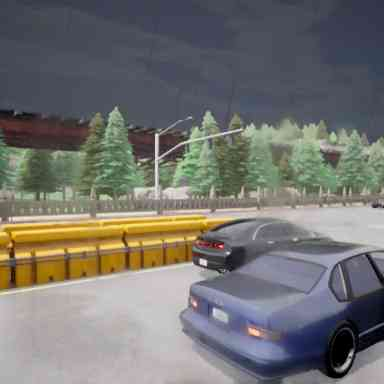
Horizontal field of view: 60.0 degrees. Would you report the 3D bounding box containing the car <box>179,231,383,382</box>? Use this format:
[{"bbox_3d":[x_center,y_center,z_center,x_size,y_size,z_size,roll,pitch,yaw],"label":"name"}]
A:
[{"bbox_3d":[2.398,1.547,5.496,5.357,1.411,2.033,0,0,-35],"label":"car"}]

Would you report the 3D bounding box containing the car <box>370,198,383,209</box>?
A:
[{"bbox_3d":[25.666,1.541,43.781,5.357,1.411,2.033,0,0,-35],"label":"car"}]

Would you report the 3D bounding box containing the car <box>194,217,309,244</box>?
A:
[{"bbox_3d":[2.261,1.504,9.685,4.892,1.490,1.837,0,0,-35],"label":"car"}]
